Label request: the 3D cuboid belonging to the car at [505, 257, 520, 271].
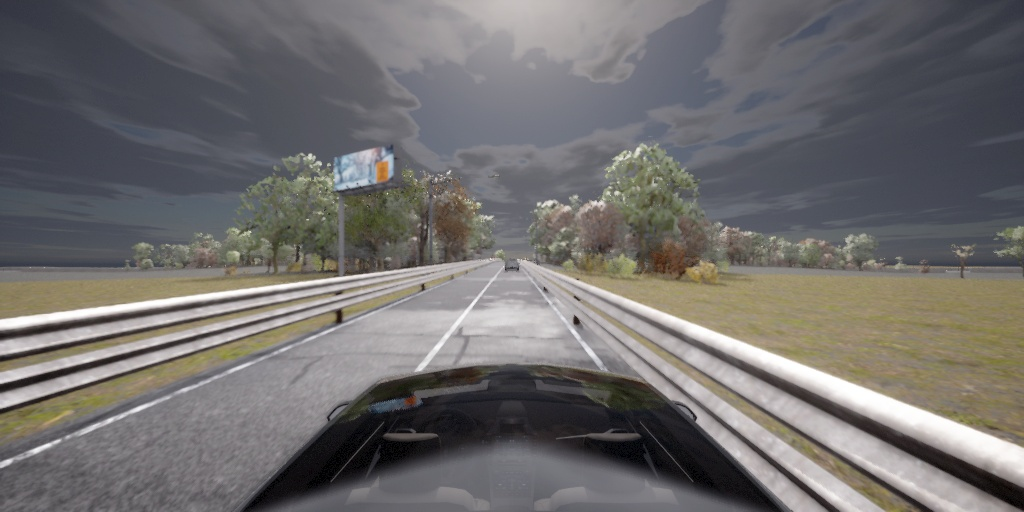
[{"bbox_3d":[0.017,1.275,48.201,2.033,1.649,4.856,0,-2,0],"label":"car"}]
